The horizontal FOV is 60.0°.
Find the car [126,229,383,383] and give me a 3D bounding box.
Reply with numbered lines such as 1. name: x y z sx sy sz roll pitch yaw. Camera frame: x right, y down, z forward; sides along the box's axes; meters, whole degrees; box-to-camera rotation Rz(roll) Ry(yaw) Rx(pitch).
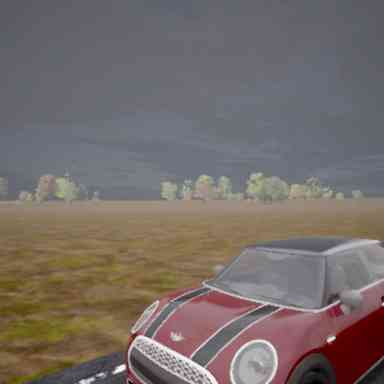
1. car: 1.385 1.478 4.580 4.553 1.767 2.097 1 -2 -42
